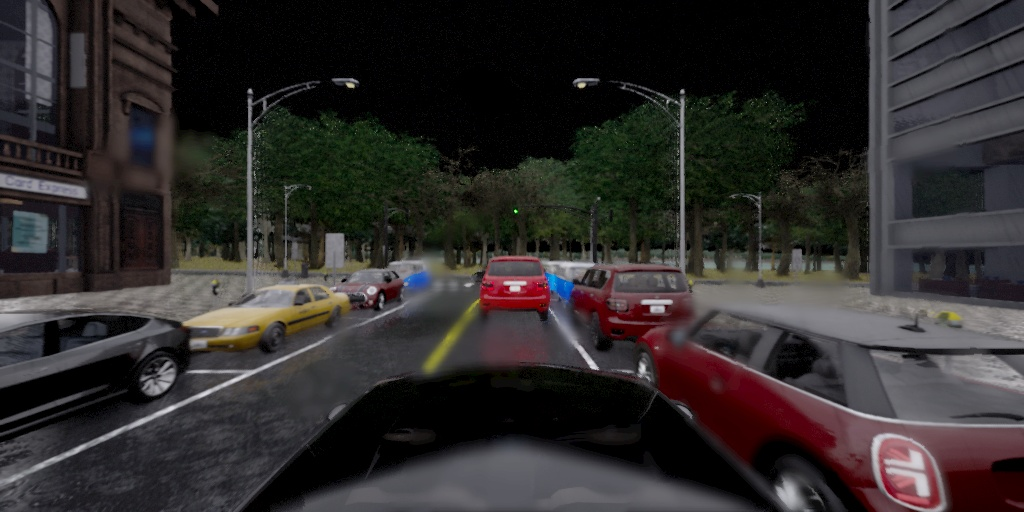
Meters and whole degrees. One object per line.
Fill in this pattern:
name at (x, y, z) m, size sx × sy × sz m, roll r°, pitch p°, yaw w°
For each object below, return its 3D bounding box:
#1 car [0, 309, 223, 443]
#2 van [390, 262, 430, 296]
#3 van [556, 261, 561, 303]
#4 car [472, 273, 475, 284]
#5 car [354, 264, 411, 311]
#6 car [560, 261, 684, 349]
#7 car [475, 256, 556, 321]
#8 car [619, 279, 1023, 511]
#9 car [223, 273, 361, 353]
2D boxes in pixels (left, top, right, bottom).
car at (-5.763, 1.328, 3.735) m, size 1.948 × 1.339 × 4.313 m, roll 0°, pitch 0°, yaw 0°
van at (-5.778, 1.198, 20.048) m, size 1.690 × 1.789 × 3.998 m, roll 0°, pitch 0°, yaw 0°
van at (2.752, 1.165, 14.618) m, size 1.690 × 1.789 × 3.998 m, roll 0°, pitch 0°, yaw 0°
car at (-1.533, 1.455, 26.315) m, size 1.994 × 1.385 × 4.181 m, roll 1°, pitch 0°, yaw -22°
car at (-5.773, 1.265, 14.610) m, size 1.967 × 1.591 × 4.097 m, roll 0°, pitch 0°, yaw 0°
car at (2.757, 1.108, 9.181) m, size 2.192 × 1.841 × 5.009 m, roll 0°, pitch 0°, yaw 0°
car at (0.091, 1.037, 12.955) m, size 2.150 × 2.045 × 5.566 m, roll 0°, pitch 0°, yaw 0°
car at (2.762, 1.201, 3.743) m, size 1.967 × 1.591 × 4.097 m, roll 0°, pitch 0°, yaw 0°
car at (-5.768, 1.319, 9.003) m, size 1.751 × 1.417 × 4.829 m, roll 0°, pitch 0°, yaw 0°
